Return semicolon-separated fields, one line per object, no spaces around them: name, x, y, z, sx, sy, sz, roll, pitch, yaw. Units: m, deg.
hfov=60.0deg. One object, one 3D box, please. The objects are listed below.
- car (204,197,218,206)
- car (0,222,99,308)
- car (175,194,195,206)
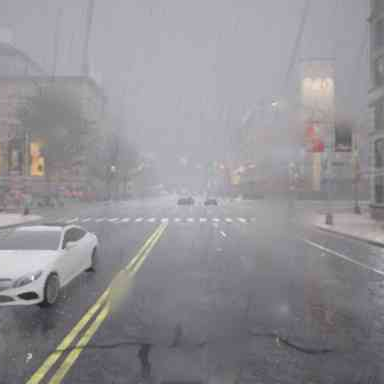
car;3.055;1.458;53.106;1.812;1.442;4.674;0;0;-1
car;-3.602;1.516;8.033;1.812;1.442;4.674;0;0;0
car;-0.876;1.409;53.746;1.882;1.535;5.008;0;0;14
